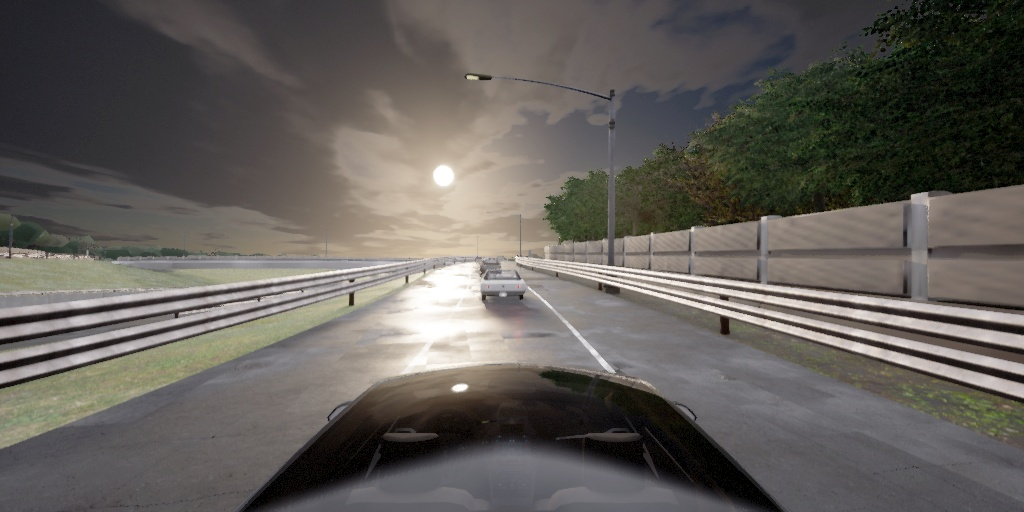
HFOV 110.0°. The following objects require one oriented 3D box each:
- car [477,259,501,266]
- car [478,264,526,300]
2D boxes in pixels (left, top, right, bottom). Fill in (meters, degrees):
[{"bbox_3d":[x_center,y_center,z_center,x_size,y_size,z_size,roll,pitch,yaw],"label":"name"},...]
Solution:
[{"bbox_3d":[-1.978,0.974,31.720,2.128,1.511,4.902,0,1,-8],"label":"car"},{"bbox_3d":[-0.498,1.248,16.687,1.895,1.301,4.718,0,1,-4],"label":"car"}]
